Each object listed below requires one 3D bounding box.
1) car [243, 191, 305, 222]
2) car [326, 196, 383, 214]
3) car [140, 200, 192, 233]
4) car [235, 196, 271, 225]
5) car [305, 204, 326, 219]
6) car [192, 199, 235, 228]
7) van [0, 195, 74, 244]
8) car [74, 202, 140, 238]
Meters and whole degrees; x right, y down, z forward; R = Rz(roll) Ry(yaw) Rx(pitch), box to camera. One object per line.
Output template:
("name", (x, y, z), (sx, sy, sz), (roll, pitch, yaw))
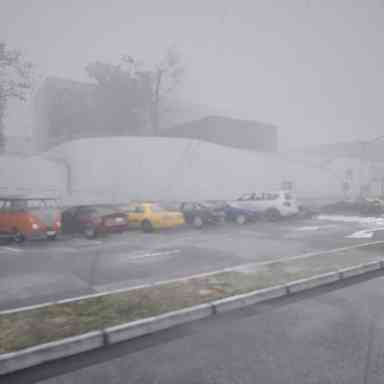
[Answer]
("car", (4.586, 0.963, 23.366), (5.566, 2.045, 2.435), (-1, 0, 35))
("car", (14.426, 1.187, 30.136), (4.674, 1.452, 2.002), (-1, 0, 35))
("car", (-2.894, 1.287, 18.368), (5.366, 1.575, 1.946), (-1, 0, 35))
("car", (2.162, 1.237, 21.663), (5.008, 1.535, 2.097), (-1, 0, 35))
("car", (7.066, 1.195, 25.060), (4.892, 1.521, 2.231), (-1, 0, 35))
("car", (-0.286, 1.264, 19.954), (4.892, 1.521, 2.231), (-1, 0, 35))
("van", (-7.552, 1.119, 14.804), (4.442, 1.987, 1.878), (-1, 0, 35))
("car", (-5.220, 1.347, 16.580), (4.792, 1.488, 2.163), (-1, 0, 35))
